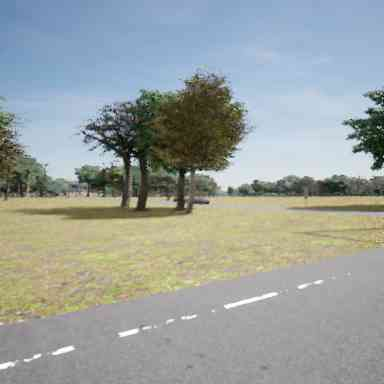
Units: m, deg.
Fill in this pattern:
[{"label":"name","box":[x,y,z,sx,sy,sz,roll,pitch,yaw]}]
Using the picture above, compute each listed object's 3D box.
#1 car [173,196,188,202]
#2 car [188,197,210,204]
[{"label":"car","box":[-2.125,1.564,71.538,2.033,1.411,5.357,1,0,-34]},{"label":"car","box":[1.720,1.742,65.787,1.994,1.385,4.181,1,-1,-33]}]
